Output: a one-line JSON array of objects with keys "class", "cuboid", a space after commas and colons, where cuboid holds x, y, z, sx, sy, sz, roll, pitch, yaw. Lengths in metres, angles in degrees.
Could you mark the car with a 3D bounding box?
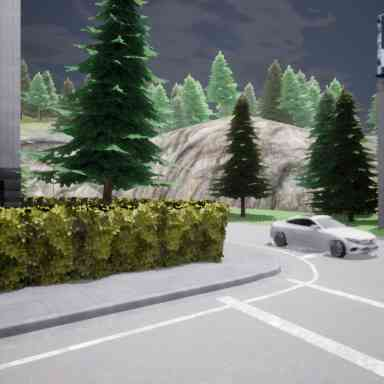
[{"class": "car", "cuboid": [5.263, 1.700, 13.856, 1.812, 1.442, 4.674, 0, 0, -30]}]
